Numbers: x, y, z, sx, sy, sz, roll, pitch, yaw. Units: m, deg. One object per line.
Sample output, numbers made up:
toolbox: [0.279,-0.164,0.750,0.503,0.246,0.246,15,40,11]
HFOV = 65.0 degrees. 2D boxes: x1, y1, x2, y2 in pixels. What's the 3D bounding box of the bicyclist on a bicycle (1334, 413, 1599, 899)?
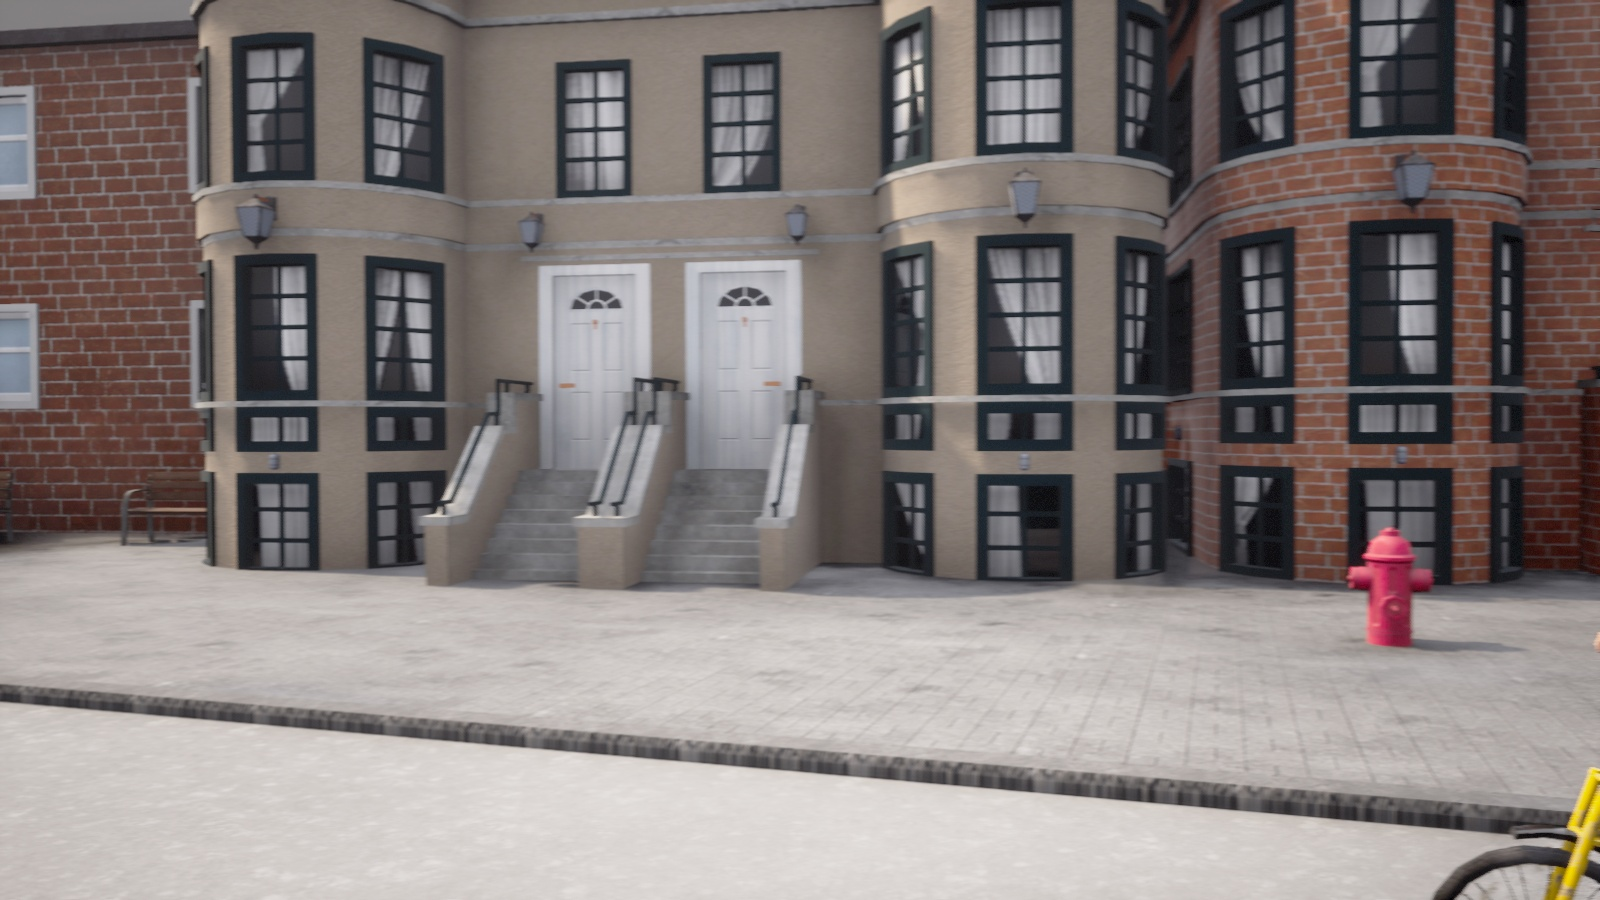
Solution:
bicyclist on a bicycle: [2.132,0.723,2.997,1.509,1.612,0.866,1,1,19]
